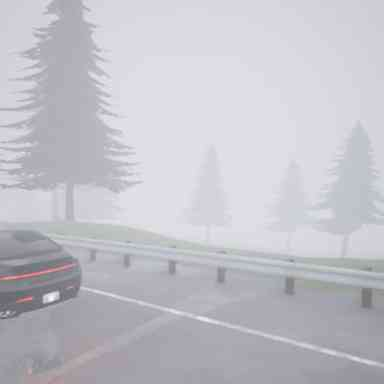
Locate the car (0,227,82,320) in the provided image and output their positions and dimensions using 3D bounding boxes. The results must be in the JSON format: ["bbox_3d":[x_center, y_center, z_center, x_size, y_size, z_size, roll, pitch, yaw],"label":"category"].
[{"bbox_3d":[-4.342,1.490,6.859,4.892,1.490,1.837,0,0,34],"label":"car"}]
